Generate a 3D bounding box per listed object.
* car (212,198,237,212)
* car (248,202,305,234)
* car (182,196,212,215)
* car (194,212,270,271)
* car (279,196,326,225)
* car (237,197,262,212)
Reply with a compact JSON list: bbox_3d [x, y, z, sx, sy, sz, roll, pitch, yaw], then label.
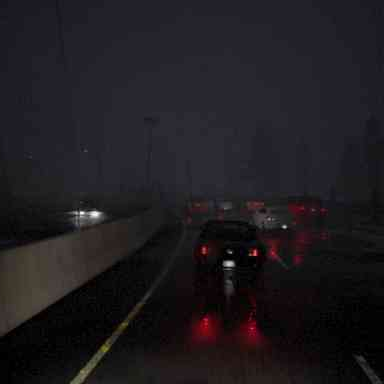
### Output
[{"bbox_3d":[3.091,1.420,36.611,1.812,1.442,4.674,1,0,-10],"label":"car"},{"bbox_3d":[4.776,1.544,19.449,1.812,1.442,4.674,1,0,0],"label":"car"},{"bbox_3d":[0.229,1.199,32.338,2.097,1.767,4.553,1,0,-8],"label":"car"},{"bbox_3d":[1.136,1.574,10.884,1.895,1.301,4.718,1,0,4],"label":"car"},{"bbox_3d":[8.026,1.289,25.132,2.150,2.045,5.566,1,0,-3],"label":"car"},{"bbox_3d":[6.428,1.322,37.458,2.097,1.767,4.553,1,0,-10],"label":"car"}]
